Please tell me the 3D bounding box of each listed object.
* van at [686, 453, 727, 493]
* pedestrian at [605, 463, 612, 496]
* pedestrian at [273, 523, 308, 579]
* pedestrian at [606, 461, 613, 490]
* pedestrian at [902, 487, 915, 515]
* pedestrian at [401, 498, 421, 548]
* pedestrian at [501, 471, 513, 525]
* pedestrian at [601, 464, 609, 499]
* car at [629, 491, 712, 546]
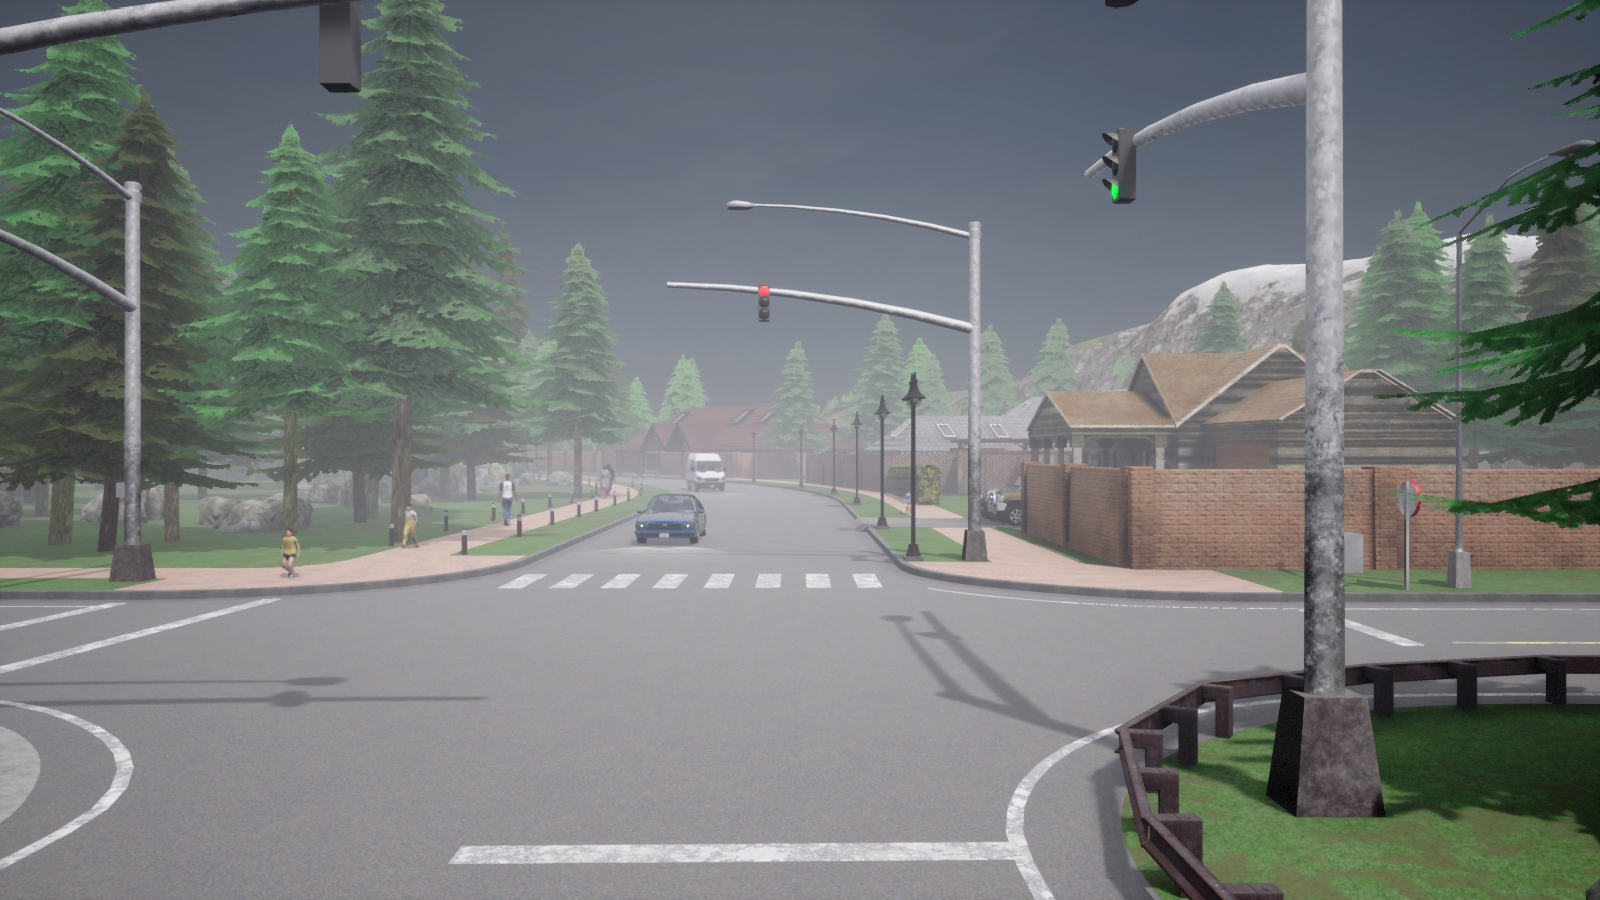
[{"bbox_3d":[-6.347,1.500,76.924,1.988,2.561,5.915,0,0,-13],"label":"van"},{"bbox_3d":[-10.925,1.661,65.164,0.375,1.860,0.375,0,0,-9],"label":"pedestrian"},{"bbox_3d":[-10.430,2.054,23.405,0.500,1.100,0.500,0,0,1],"label":"pedestrian"},{"bbox_3d":[-12.214,1.662,73.365,0.375,1.860,0.375,0,0,1],"label":"pedestrian"},{"bbox_3d":[4.347,2.046,45.791,0.500,1.100,0.500,0,0,-1],"label":"pedestrian"},{"bbox_3d":[-10.313,1.943,30.309,0.375,1.300,0.375,0,0,11],"label":"pedestrian"},{"bbox_3d":[-10.162,1.664,39.624,0.375,1.860,0.375,0,0,-15],"label":"pedestrian"},{"bbox_3d":[-10.433,1.664,61.148,0.375,1.860,0.375,0,0,-2],"label":"pedestrian"},{"bbox_3d":[-3.930,2.072,35.589,2.033,1.411,5.357,0,0,0],"label":"car"}]
